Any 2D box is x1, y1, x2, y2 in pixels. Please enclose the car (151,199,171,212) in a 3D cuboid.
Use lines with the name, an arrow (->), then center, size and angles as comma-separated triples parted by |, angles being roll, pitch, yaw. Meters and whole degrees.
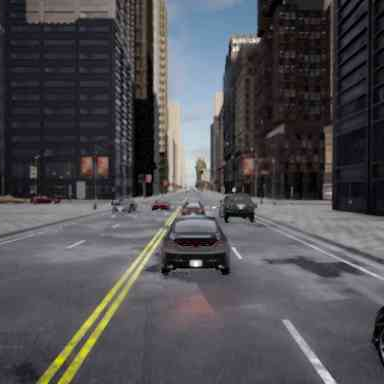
car -> -3.340, 1.483, 36.455 | 1.895, 1.301, 4.718 | 0, 0, 0

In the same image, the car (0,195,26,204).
car -> -28.257, 1.176, 51.831 | 4.829, 1.417, 1.752 | 0, 0, 0

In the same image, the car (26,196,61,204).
car -> -22.802, 1.240, 51.866 | 4.507, 1.381, 1.887 | 0, 0, 0

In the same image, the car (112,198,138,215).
car -> -6.600, 1.386, 33.017 | 2.128, 1.511, 4.902 | 0, 0, 0

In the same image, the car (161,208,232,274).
car -> 0.095, 1.471, 10.443 | 1.837, 1.490, 4.892 | 0, 0, 0

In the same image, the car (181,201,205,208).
car -> 0.088, 1.440, 26.859 | 1.812, 1.442, 4.674 | 0, 0, 0

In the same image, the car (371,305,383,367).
car -> 3.348, 1.555, 2.669 | 1.994, 1.385, 4.181 | 0, 0, 0

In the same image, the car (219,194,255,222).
car -> 3.339, 1.141, 25.325 | 2.150, 2.045, 5.566 | 0, 0, 0
